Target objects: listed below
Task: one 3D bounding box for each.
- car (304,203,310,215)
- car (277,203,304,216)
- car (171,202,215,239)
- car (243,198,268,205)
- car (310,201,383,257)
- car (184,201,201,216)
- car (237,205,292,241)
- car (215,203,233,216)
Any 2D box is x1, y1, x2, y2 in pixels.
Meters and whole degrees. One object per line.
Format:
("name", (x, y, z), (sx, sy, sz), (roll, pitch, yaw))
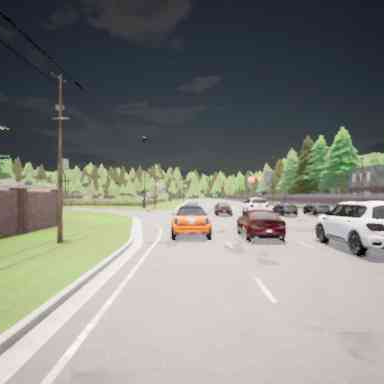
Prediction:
("car", (14.102, 1.941, 37.885), (2.128, 1.511, 4.902), (0, -1, 0))
("car", (10.602, 1.941, 37.890), (2.128, 1.511, 4.902), (0, -1, 0))
("car", (-0.123, 1.573, 18.918), (2.097, 1.767, 4.553), (0, -1, -3))
("car", (7.102, 1.666, 37.474), (2.150, 2.045, 5.566), (0, 0, 0))
("car", (7.101, 1.389, 13.897), (2.150, 2.045, 5.566), (0, 0, 0))
("car", (0.102, 1.946, 39.645), (1.882, 1.535, 5.008), (0, 0, 0))
("car", (3.602, 1.689, 17.942), (1.882, 1.535, 5.008), (0, 0, 0))
("car", (3.602, 1.990, 39.287), (1.812, 1.442, 4.674), (0, -1, 0))
